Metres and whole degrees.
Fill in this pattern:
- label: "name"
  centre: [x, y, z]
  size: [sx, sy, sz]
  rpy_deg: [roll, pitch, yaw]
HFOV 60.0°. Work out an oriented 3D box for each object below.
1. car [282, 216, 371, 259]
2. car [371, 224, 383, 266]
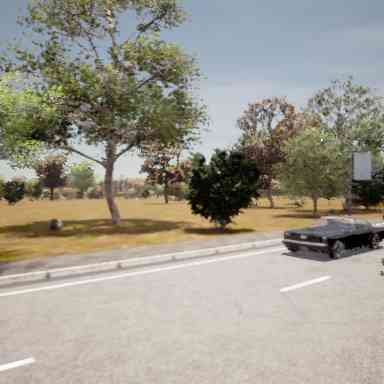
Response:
- label: "car"
  centre: [5.526, 1.618, 12.751]
  size: [4.718, 1.301, 1.895]
  rpy_deg: [0, 0, -39]
- label: "car"
  centre: [7.724, 1.557, 10.025]
  size: [5.357, 1.411, 2.033]
  rpy_deg: [0, 0, -39]
